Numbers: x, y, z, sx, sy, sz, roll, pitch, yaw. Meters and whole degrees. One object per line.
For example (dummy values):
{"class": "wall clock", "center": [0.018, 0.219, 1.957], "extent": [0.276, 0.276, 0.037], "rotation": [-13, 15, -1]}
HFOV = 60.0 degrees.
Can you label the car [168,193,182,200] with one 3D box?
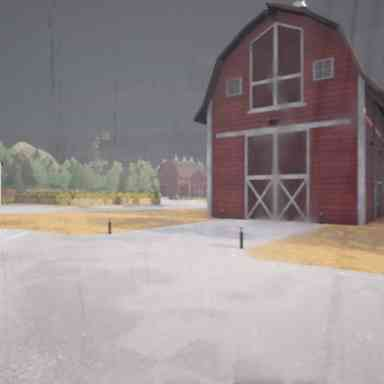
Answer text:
{"class": "car", "center": [-4.834, 1.384, 95.207], "extent": [1.932, 1.855, 4.605], "rotation": [0, 0, 35]}
